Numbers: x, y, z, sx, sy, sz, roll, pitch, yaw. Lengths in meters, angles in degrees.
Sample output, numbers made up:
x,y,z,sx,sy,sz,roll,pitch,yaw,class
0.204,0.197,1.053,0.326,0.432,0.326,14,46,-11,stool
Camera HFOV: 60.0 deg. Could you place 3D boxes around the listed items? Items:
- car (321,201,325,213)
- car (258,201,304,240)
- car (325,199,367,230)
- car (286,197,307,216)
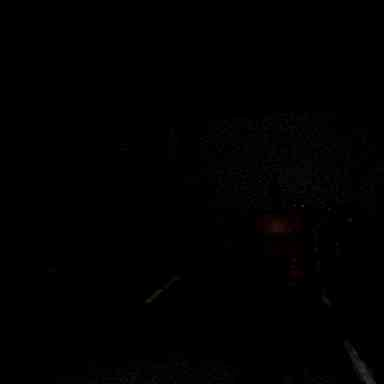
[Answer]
x,y,z,sx,sy,sz,roll,pitch,yaw,class
14.717,1.500,35.032,1.994,1.385,4.181,0,0,20,car
4.564,1.429,16.940,1.882,1.535,5.008,0,0,19,car
9.745,1.445,21.107,1.882,1.535,5.008,0,0,20,car
9.664,1.272,31.289,2.097,1.767,4.553,0,0,20,car
